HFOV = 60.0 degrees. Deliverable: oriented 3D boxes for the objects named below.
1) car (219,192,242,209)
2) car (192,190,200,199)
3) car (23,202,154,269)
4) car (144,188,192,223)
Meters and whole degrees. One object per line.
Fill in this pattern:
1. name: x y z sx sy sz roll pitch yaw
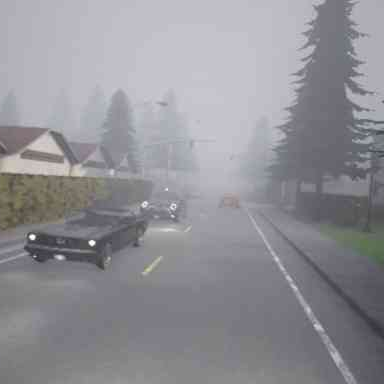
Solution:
1. car: 4.058 0.779 34.302 1.882 1.535 5.008 4 2 13
2. car: -1.090 0.153 47.261 1.895 1.301 4.718 3 2 -41
3. car: -2.728 1.135 9.730 1.895 1.301 4.718 4 2 7
4. car: -1.533 0.685 19.560 2.097 1.767 4.553 4 2 7
